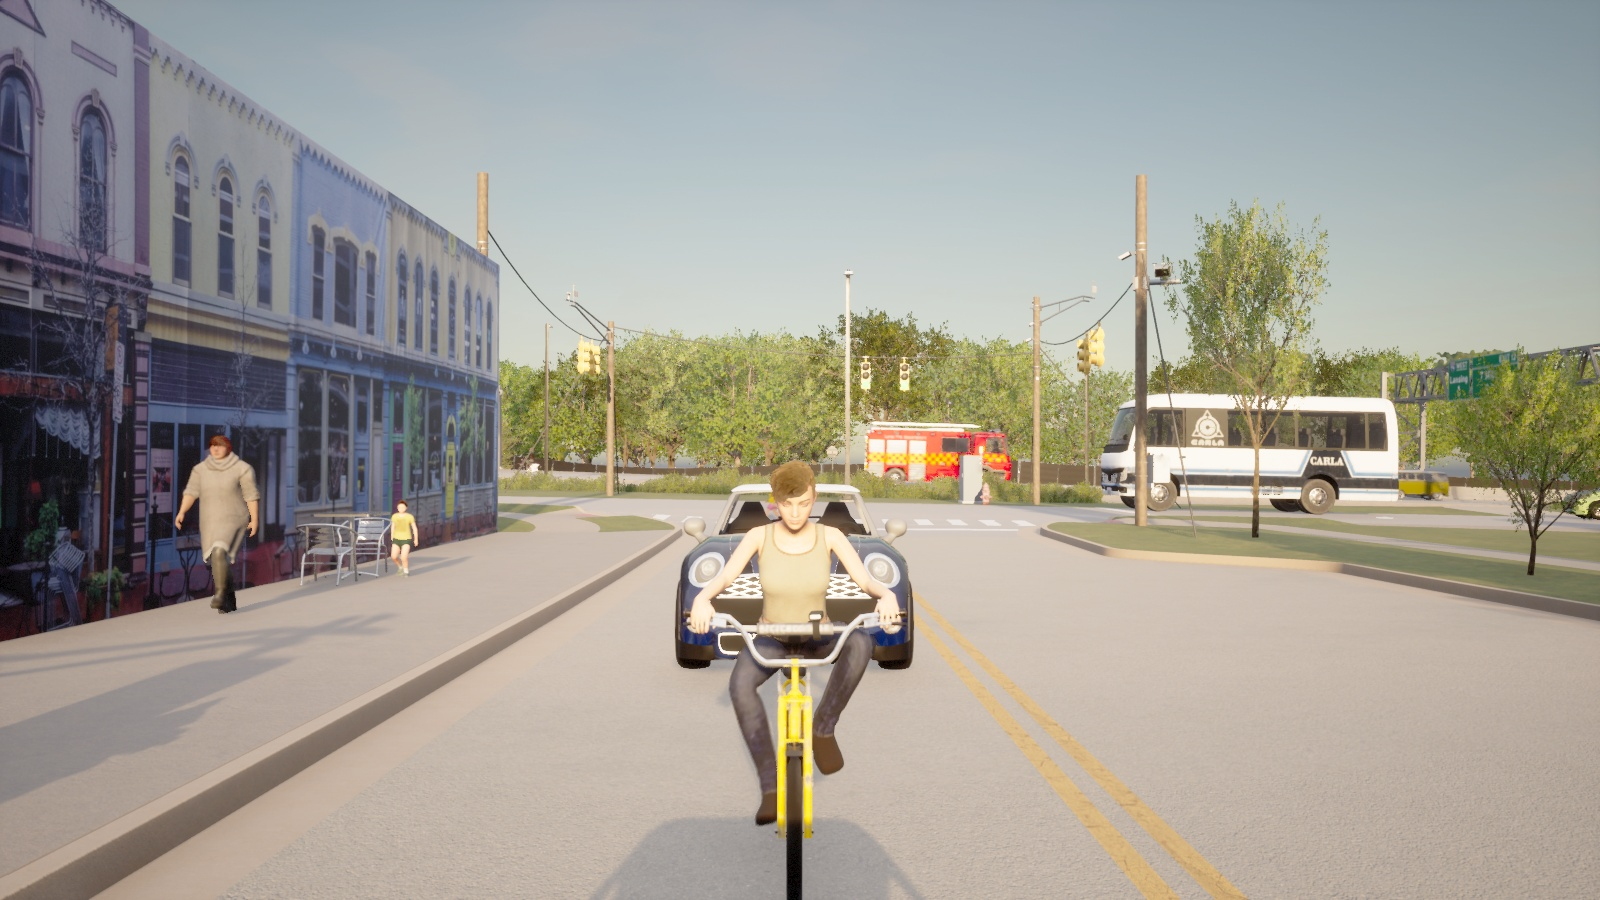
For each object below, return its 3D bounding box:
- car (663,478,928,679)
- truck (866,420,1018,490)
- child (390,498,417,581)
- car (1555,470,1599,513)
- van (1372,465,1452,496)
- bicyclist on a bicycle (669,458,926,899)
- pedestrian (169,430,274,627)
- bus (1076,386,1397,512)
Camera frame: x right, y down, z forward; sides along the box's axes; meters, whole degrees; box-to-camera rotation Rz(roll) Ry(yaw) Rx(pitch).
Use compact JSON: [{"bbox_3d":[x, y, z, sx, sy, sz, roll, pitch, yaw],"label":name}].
[{"bbox_3d":[-0.034,1.001,11.279,1.970,1.475,3.806,0,-1,0],"label":"car"},{"bbox_3d":[8.203,0.297,73.434,8.468,3.827,2.891,1,-1,0],"label":"truck"},{"bbox_3d":[-5.414,1.213,17.166,0.255,1.110,0.394,0,-1,-2],"label":"child"},{"bbox_3d":[29.962,1.508,45.090,4.514,1.525,2.007,1,-1,16],"label":"car"},{"bbox_3d":[40.955,2.029,84.046,4.442,1.987,1.775,1,-1,0],"label":"van"},{"bbox_3d":[-0.015,0.847,5.016,0.866,1.612,1.509,0,-1,-1],"label":"bicyclist on a bicycle"},{"bbox_3d":[-5.911,0.783,12.865,0.659,1.952,0.873,0,-1,1],"label":"pedestrian"},{"bbox_3d":[15.633,0.001,45.704,10.273,4.253,3.944,1,-1,-1],"label":"bus"}]
